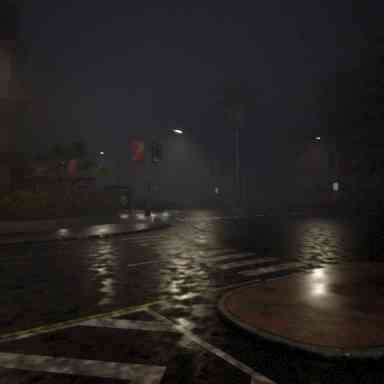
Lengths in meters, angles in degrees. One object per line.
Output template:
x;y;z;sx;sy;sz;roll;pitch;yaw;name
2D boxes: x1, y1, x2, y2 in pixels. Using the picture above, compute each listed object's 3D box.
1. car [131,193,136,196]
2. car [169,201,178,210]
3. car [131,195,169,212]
-13.431;1.219;68.429;2.150;2.045;5.566;0;0;-39;car
-3.698;1.600;42.447;1.895;1.301;4.718;0;0;-35;car
-4.999;1.477;38.197;1.882;1.535;5.008;0;0;-35;car
